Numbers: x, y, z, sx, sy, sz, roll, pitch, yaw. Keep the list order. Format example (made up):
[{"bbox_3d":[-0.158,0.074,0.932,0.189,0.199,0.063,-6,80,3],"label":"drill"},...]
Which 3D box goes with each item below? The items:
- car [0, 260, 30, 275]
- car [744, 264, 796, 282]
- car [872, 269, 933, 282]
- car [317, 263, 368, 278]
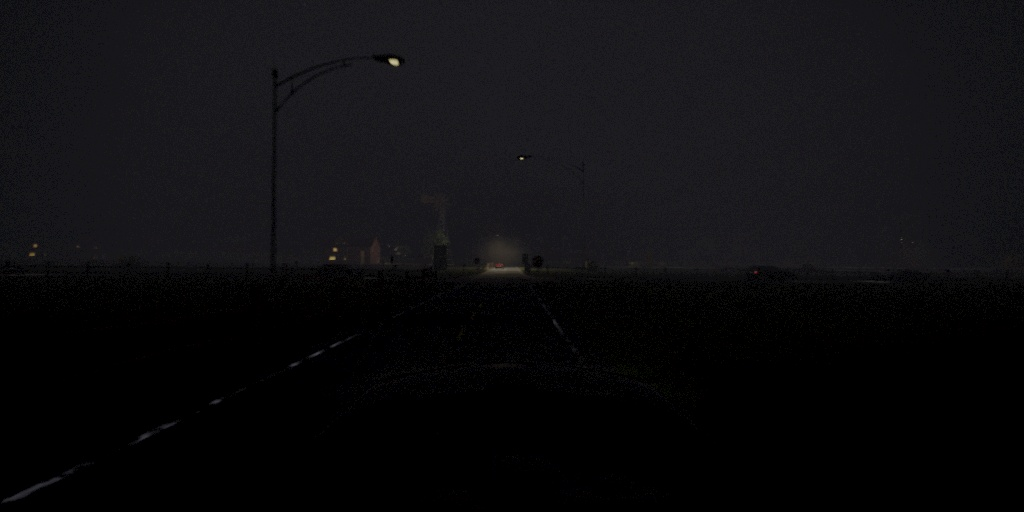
[{"bbox_3d":[-52.676,1.152,36.784,4.674,1.442,1.812,1,-1,-1],"label":"car"},{"bbox_3d":[27.240,1.792,37.865,4.553,1.767,2.097,1,-1,-1],"label":"car"},{"bbox_3d":[44.476,2.232,40.876,5.357,1.411,2.033,1,-1,0],"label":"car"},{"bbox_3d":[-17.530,1.564,37.256,4.892,1.490,1.837,3,-1,-1],"label":"car"}]
